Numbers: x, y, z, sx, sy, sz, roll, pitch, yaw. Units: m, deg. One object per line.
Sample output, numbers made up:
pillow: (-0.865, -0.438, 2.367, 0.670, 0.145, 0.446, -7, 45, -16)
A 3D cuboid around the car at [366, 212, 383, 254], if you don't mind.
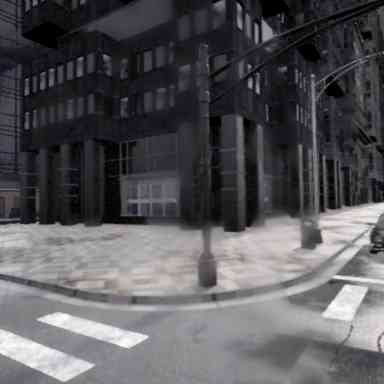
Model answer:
car: (8.207, 1.530, 13.121, 1.837, 1.490, 4.892, -2, -1, 34)
